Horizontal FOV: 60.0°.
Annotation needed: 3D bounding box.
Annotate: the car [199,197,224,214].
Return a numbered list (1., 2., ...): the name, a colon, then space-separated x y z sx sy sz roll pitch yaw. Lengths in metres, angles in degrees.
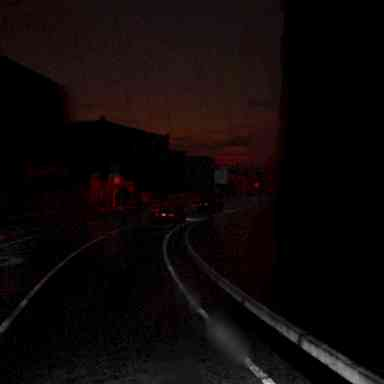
1. car: 2.571 1.660 43.565 2.150 2.045 5.566 2 1 19

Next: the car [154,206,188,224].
1. car: -1.720 1.878 28.731 2.033 1.411 5.357 2 0 12
